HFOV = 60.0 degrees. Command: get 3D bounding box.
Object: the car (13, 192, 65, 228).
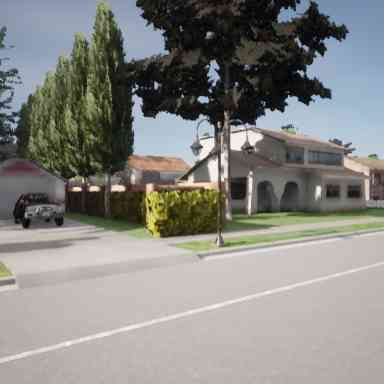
[{"bbox_3d":[-8.665,0.917,18.635,1.932,1.855,4.605,0,0,-35],"label":"car"}]
